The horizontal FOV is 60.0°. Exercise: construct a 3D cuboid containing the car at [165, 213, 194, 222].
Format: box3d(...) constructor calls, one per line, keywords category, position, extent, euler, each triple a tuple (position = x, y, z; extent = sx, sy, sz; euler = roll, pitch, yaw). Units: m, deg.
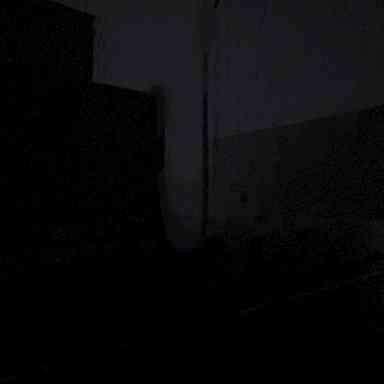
box3d(category="car", position=(-1.780, 3.588, 46.190), extent=(1.895, 1.301, 4.718), euler=(0, -5, -36))
